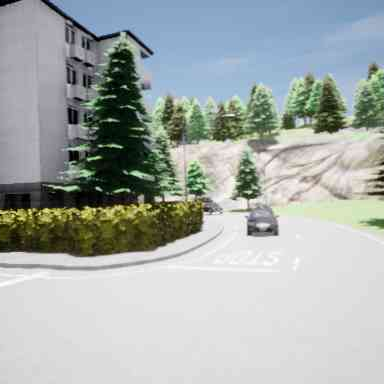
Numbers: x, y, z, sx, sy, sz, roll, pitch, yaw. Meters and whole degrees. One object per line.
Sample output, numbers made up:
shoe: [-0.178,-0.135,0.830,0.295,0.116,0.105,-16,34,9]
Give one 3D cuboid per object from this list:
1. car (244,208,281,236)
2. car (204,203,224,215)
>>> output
car: [4.349,1.773,20.611,2.128,1.511,4.902,-2,-1,11]
car: [2.454,2.188,44.650,1.837,1.490,4.892,-2,-1,-25]
